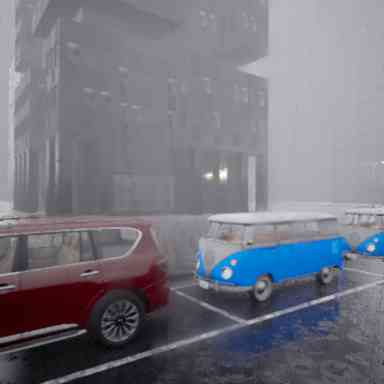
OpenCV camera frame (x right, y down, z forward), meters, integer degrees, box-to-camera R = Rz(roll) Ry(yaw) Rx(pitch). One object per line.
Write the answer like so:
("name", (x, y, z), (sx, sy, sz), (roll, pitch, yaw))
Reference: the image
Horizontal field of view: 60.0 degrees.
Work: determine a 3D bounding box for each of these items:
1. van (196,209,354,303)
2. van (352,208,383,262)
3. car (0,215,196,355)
("van", (1.960, 1.390, 8.049), (3.998, 1.788, 1.690), (1, 0, -35))
("van", (6.582, 1.436, 11.346), (3.998, 1.788, 1.690), (1, 0, -35))
("car", (-2.662, 1.319, 4.752), (5.009, 1.841, 2.192), (1, 0, -35))
